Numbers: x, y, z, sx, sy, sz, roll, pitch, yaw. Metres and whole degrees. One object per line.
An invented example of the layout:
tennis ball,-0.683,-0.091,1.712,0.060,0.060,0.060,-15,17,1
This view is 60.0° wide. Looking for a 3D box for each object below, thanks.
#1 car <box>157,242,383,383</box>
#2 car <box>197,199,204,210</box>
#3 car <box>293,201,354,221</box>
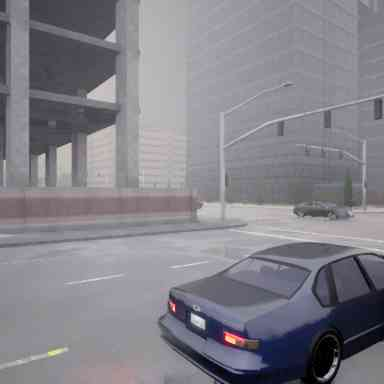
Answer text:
car,2.123,1.547,5.303,5.357,1.411,2.033,0,0,-35
car,-0.836,1.223,42.760,2.150,2.045,5.566,0,0,-36
car,10.566,1.492,27.048,2.128,1.511,4.902,0,0,-36
